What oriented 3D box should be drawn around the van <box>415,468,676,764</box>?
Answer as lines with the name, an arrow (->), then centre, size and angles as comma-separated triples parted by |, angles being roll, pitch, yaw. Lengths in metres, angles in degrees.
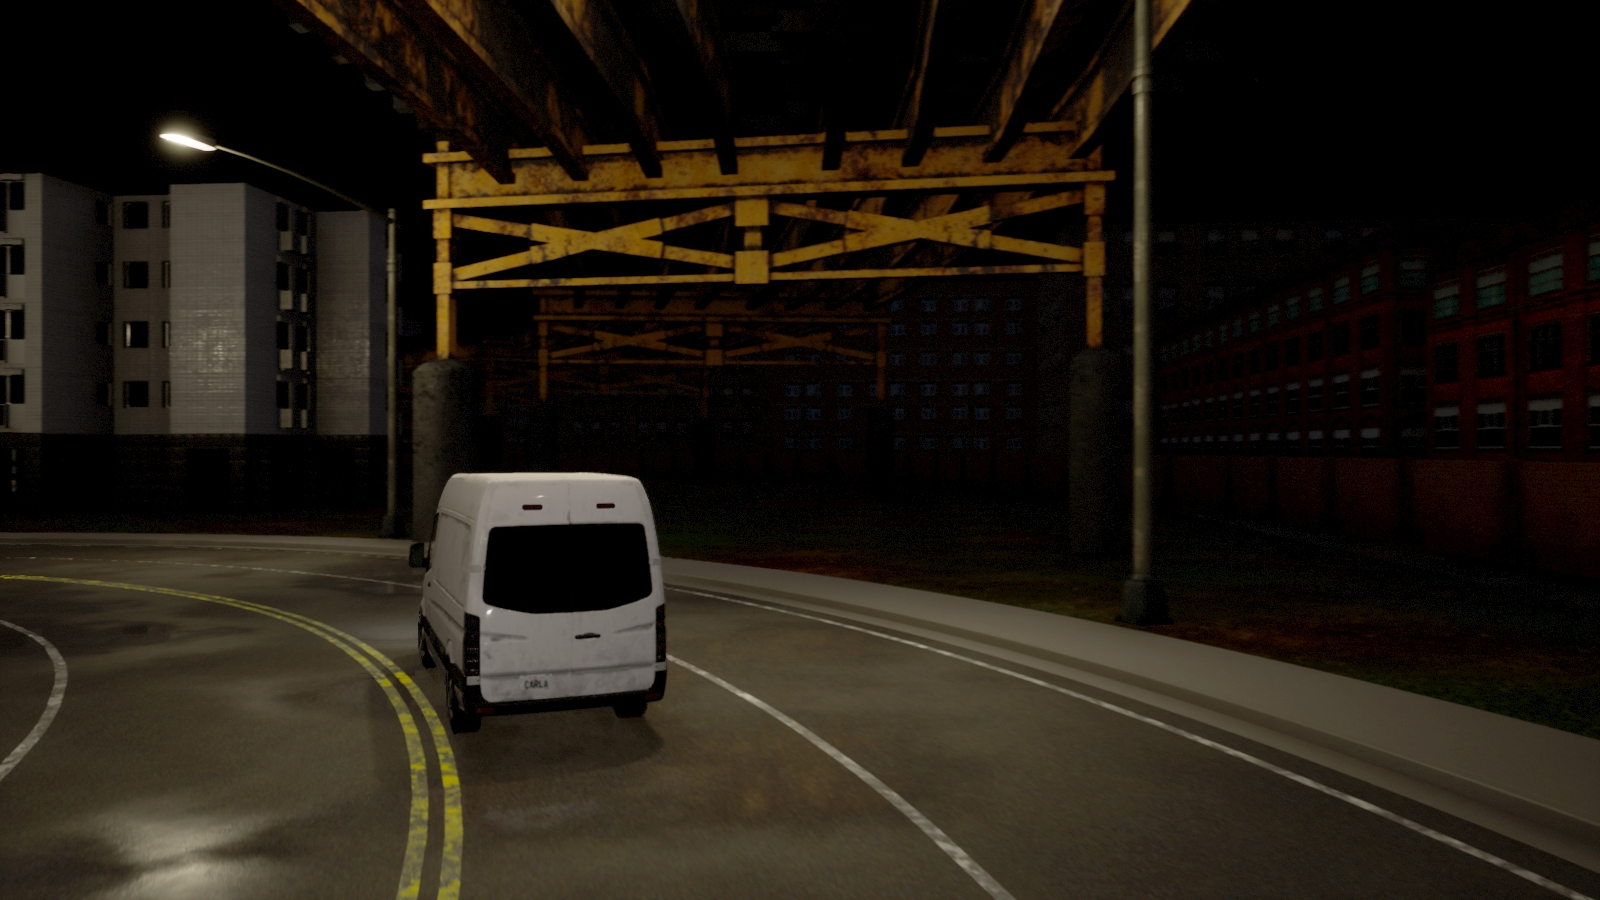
van -> -3.244, 1.537, 13.371 | 1.988, 2.561, 5.915 | 0, 0, -22
